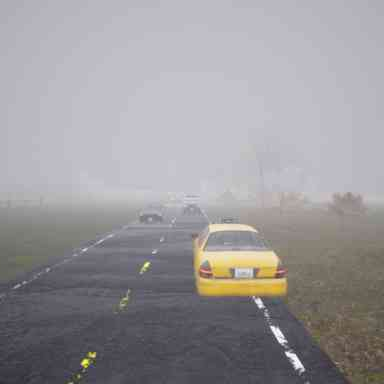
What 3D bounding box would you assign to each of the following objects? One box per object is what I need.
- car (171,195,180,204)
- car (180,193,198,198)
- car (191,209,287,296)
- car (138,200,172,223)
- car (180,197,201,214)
[{"bbox_3d":[-2.906,1.340,62.732,2.097,1.767,4.553,0,0,0],"label":"car"},{"bbox_3d":[-0.086,1.212,45.226,2.150,2.045,5.566,0,0,0],"label":"car"},{"bbox_3d":[0.943,1.454,8.634,1.801,1.575,5.366,0,0,0],"label":"car"},{"bbox_3d":[-2.915,1.542,25.980,2.033,1.411,5.357,0,0,0],"label":"car"},{"bbox_3d":[-0.009,1.518,34.900,1.812,1.442,4.674,0,0,0],"label":"car"}]
